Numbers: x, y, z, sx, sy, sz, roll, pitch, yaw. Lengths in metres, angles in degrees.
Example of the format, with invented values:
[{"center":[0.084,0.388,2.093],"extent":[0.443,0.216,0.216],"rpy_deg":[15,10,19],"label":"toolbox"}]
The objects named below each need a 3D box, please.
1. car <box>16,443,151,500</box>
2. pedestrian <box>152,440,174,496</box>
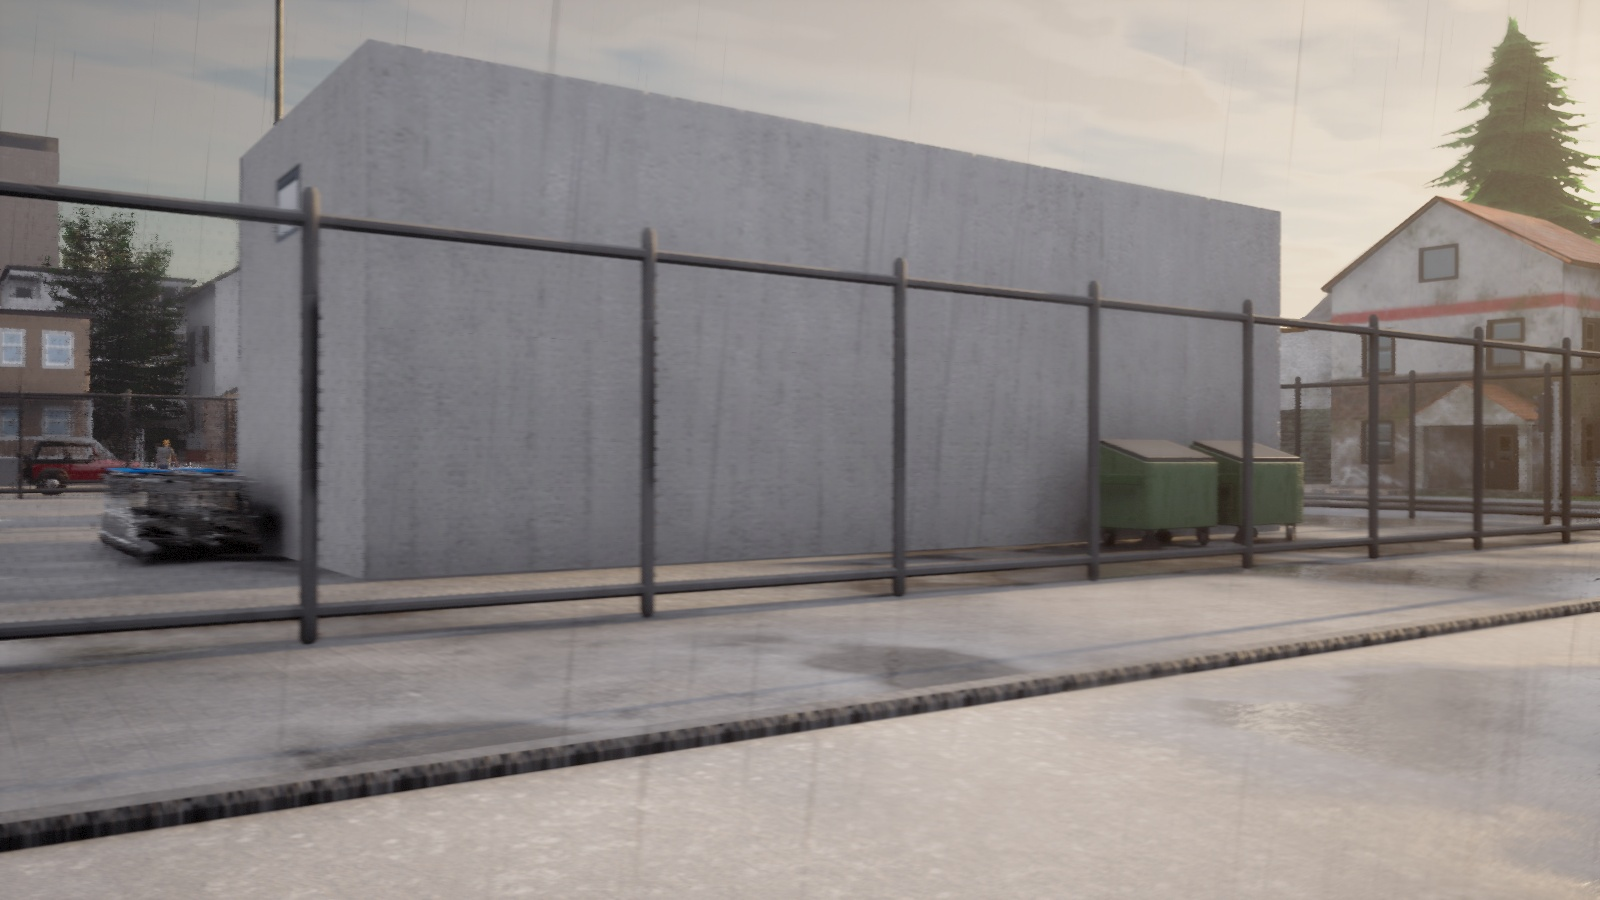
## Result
[{"center":[-24.289,0.704,42.591],"extent":[3.866,1.878,1.905],"rpy_deg":[0,0,-34],"label":"car"},{"center":[-21.149,0.604,41.680],"extent":[0.354,1.836,0.706],"rpy_deg":[0,0,1],"label":"pedestrian"}]
